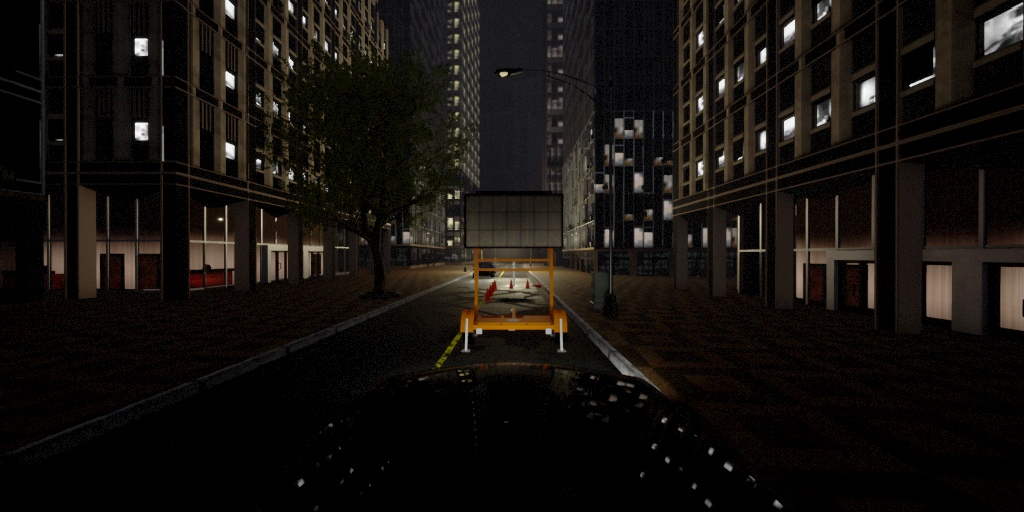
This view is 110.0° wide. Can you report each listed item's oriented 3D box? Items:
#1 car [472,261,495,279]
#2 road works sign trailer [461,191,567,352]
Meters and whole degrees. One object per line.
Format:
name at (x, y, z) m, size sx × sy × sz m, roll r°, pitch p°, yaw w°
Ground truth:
car at (-2.563, 1.245, 33.298) m, size 1.882 × 1.535 × 5.008 m, roll 0°, pitch 0°, yaw 0°
road works sign trailer at (0.047, 0.214, 8.878) m, size 2.380 × 3.560 × 2.880 m, roll 0°, pitch 0°, yaw 0°
